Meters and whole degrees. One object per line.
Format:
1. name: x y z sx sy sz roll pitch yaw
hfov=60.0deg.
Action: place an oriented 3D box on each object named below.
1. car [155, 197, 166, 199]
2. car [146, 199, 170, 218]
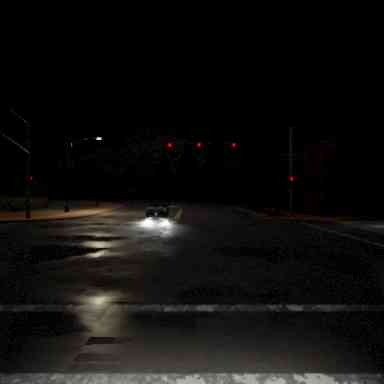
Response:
1. car: -5.357 1.538 55.928 1.994 1.385 4.181 0 0 -15
2. car: -3.060 1.597 30.452 1.895 1.301 4.718 0 0 0
